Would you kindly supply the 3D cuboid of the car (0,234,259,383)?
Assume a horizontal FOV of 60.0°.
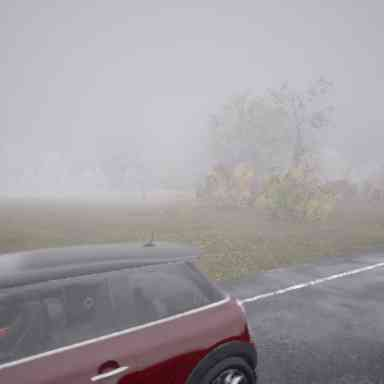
[{"bbox_3d":[-1.595,1.351,2.854,4.553,1.767,2.097,0,0,-36],"label":"car"}]
